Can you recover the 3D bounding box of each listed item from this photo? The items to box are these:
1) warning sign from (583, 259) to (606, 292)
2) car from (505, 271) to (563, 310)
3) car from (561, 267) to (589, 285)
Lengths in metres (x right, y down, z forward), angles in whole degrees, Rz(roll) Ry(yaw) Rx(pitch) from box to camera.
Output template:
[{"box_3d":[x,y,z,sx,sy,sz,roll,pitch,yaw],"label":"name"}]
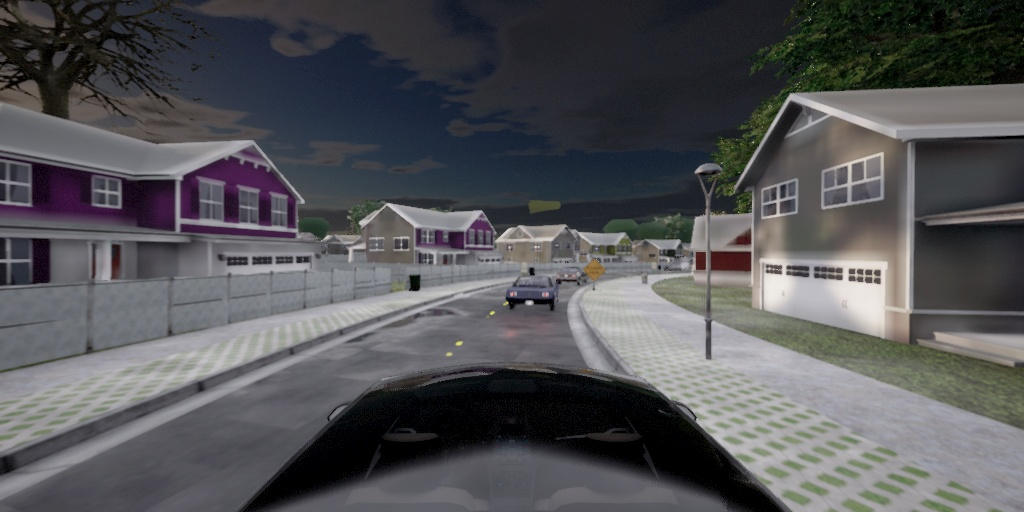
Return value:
[{"box_3d":[4.646,1.071,20.337,1.300,1.860,1.060,0,0,14],"label":"warning sign"},{"box_3d":[1.047,1.487,15.580,1.895,1.301,4.718,0,-1,10],"label":"car"},{"box_3d":[5.031,1.599,29.602,2.033,1.411,5.357,0,-1,22],"label":"car"}]
